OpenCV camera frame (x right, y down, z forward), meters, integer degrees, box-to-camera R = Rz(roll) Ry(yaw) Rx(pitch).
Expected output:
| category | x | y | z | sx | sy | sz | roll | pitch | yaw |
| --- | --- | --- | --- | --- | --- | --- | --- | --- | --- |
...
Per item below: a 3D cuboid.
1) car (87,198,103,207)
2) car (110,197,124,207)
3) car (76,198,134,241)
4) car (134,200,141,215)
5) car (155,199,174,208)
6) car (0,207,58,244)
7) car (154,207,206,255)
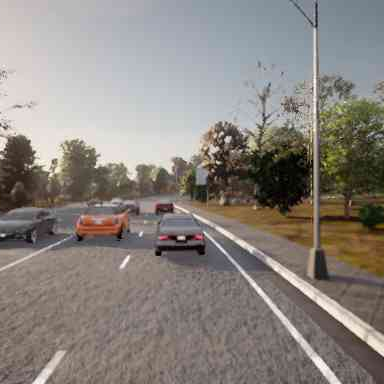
| category | x | y | z | sx | sy | sz | roll | pitch | yaw |
| --- | --- | --- | --- | --- | --- | --- | --- | --- | --- |
| car | -16.269 | 1.733 | 55.870 | 1.994 | 1.385 | 4.181 | 0 | 0 | -7 |
| car | -12.916 | 1.698 | 57.327 | 1.812 | 1.442 | 4.674 | 0 | 0 | -7 |
| car | -4.407 | 1.384 | 17.184 | 2.097 | 1.767 | 4.553 | 0 | 0 | -5 |
| car | -6.399 | 1.585 | 34.901 | 1.812 | 1.442 | 4.674 | 0 | 0 | -7 |
| car | -2.970 | 1.533 | 35.683 | 1.882 | 1.535 | 5.008 | 0 | 0 | -7 |
| car | -7.994 | 1.542 | 16.076 | 1.837 | 1.490 | 4.892 | 0 | 0 | -5 |
| car | -0.546 | 1.568 | 13.495 | 2.033 | 1.411 | 5.357 | 0 | 0 | -4 |
